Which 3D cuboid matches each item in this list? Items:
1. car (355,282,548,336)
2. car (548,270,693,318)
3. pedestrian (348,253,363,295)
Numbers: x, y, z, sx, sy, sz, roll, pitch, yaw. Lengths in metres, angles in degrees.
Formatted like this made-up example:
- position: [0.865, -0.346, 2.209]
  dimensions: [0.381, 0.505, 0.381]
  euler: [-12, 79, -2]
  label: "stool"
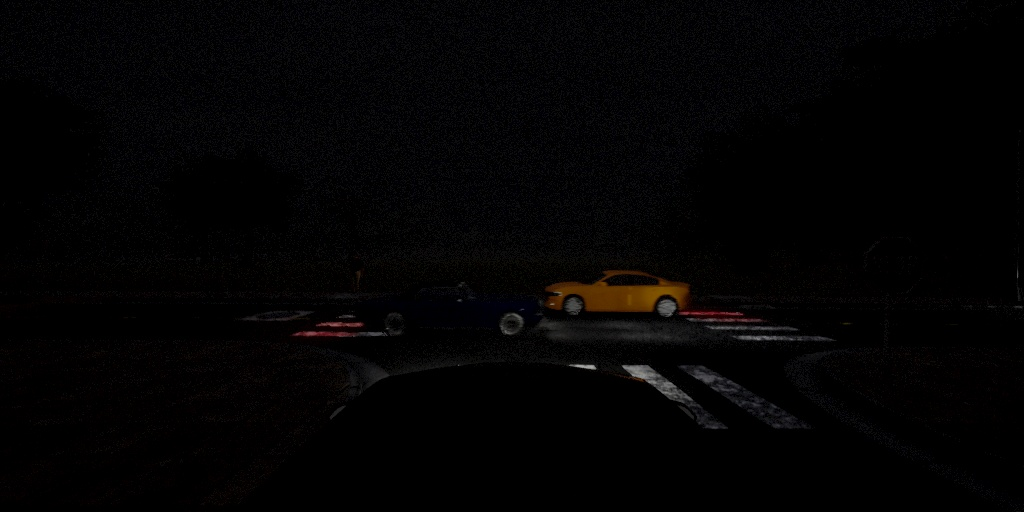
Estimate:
- position: [-1.540, 1.358, 9.736]
  dimensions: [4.718, 1.301, 1.895]
  euler: [0, 0, 0]
  label: "car"
- position: [3.655, 1.240, 12.664]
  dimensions: [5.008, 1.535, 1.882]
  euler: [1, 1, 0]
  label: "car"
- position: [-6.834, 0.763, 15.586]
  dimensions: [0.375, 1.860, 0.375]
  euler: [0, 1, 0]
  label: "pedestrian"
